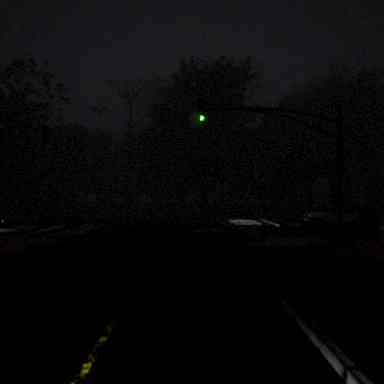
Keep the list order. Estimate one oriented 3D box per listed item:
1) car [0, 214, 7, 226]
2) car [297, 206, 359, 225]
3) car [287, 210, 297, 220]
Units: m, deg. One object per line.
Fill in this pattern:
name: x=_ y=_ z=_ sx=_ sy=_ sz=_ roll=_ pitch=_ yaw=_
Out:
car: x=-14.866 y=1.649 z=22.152 sx=4.674 sy=1.442 sz=1.812 roll=0 pitch=-1 yaw=0
car: x=10.943 y=1.852 z=25.648 sx=4.718 sy=1.301 sz=1.895 roll=0 pitch=-1 yaw=-1
car: x=10.750 y=1.881 z=28.905 sx=4.718 sy=1.301 sz=1.895 roll=0 pitch=-1 yaw=0
